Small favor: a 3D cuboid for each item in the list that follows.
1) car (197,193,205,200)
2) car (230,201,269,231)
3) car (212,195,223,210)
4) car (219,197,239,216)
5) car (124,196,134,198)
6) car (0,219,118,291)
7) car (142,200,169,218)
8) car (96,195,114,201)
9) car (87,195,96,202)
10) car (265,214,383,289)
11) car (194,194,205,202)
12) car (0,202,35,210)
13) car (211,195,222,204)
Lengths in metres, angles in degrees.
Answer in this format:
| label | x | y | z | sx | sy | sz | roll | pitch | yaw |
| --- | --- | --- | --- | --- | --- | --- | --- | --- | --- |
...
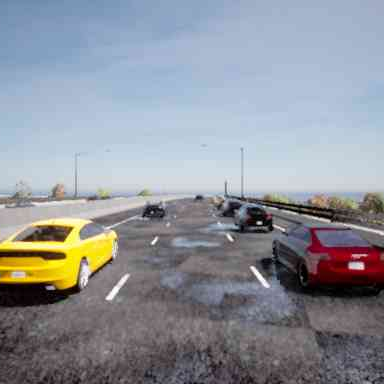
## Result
| label | x | y | z | sx | sy | sz | roll | pitch | yaw |
| --- | --- | --- | --- | --- | --- | --- | --- | --- | --- |
| car | 2.474 | 1.271 | 92.256 | 2.097 | 1.767 | 4.553 | 0 | 0 | 3 |
| car | 3.618 | 1.481 | 20.041 | 1.812 | 1.442 | 4.674 | 0 | 0 | 1 |
| car | 4.016 | 1.420 | 41.883 | 2.128 | 1.511 | 4.902 | 0 | 0 | 1 |
| car | 3.782 | 1.464 | 30.962 | 1.812 | 1.442 | 4.674 | 0 | 0 | 1 |
| car | -12.693 | 1.465 | 67.128 | 2.128 | 1.511 | 4.902 | 0 | 0 | 2 |
| car | -3.368 | 1.454 | 8.954 | 1.882 | 1.535 | 5.008 | 0 | 0 | 0 |
| car | -3.141 | 1.432 | 29.118 | 2.128 | 1.511 | 4.902 | 0 | 0 | 1 |
| car | -16.327 | 1.435 | 63.849 | 1.837 | 1.490 | 4.892 | 0 | 0 | 2 |
| car | -19.686 | 1.436 | 67.412 | 1.837 | 1.490 | 4.892 | 0 | 0 | 2 |
| car | 3.524 | 1.540 | 9.119 | 1.994 | 1.385 | 4.181 | 0 | 0 | 0 |
| car | 1.535 | 1.328 | 72.971 | 1.837 | 1.490 | 4.892 | 0 | 0 | 3 |
| car | -13.878 | 1.506 | 26.686 | 1.994 | 1.385 | 4.181 | 0 | 0 | 1 |
| car | 4.690 | 1.370 | 63.718 | 2.033 | 1.649 | 4.856 | 0 | 0 | 2 |
